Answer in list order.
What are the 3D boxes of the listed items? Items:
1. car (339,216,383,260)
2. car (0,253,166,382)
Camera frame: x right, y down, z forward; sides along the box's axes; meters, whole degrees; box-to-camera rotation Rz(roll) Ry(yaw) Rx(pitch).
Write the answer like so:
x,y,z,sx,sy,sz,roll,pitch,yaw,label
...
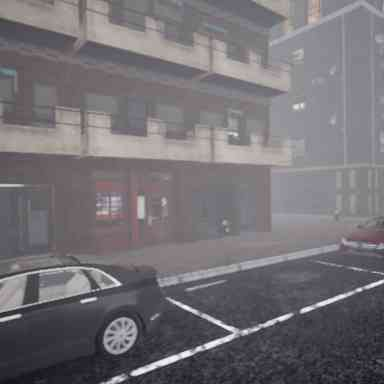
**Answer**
x,y,z,sx,sy,sz,roll,pitch,yaw,label
6.582,1.460,10.970,4.206,1.307,1.802,-1,0,-36,car
-2.437,1.581,4.349,4.403,1.369,2.008,-1,0,-36,car
